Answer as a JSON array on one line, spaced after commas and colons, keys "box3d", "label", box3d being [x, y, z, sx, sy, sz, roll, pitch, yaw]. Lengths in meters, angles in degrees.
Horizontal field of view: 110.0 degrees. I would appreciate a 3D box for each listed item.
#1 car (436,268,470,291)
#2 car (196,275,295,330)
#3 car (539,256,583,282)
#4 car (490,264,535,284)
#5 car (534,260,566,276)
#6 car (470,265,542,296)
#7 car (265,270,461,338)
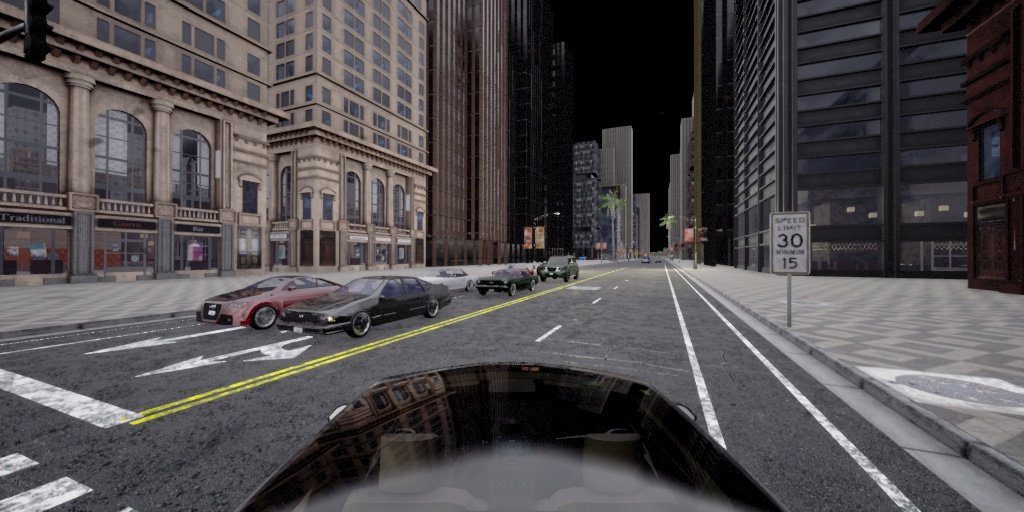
[{"box3d": [-3.736, 1.356, 19.345, 1.895, 1.301, 4.718, 0, 0, 23], "label": "car"}, {"box3d": [-7.121, 1.315, 11.264, 1.994, 1.385, 4.181, 0, 0, 23], "label": "car"}, {"box3d": [3.990, 0.986, 29.349, 2.150, 2.045, 5.566, 0, 0, 23], "label": "car"}, {"box3d": [0.118, 1.364, 28.530, 1.895, 1.301, 4.718, 0, 0, 23], "label": "car"}, {"box3d": [4.101, 1.250, 37.927, 1.882, 1.535, 5.008, 0, 0, 23], "label": "car"}, {"box3d": [-0.151, 1.357, 19.486, 1.895, 1.301, 4.718, 0, 0, 23], "label": "car"}, {"box3d": [-3.861, 1.299, 10.644, 2.033, 1.411, 5.357, 0, 0, 23], "label": "car"}]
